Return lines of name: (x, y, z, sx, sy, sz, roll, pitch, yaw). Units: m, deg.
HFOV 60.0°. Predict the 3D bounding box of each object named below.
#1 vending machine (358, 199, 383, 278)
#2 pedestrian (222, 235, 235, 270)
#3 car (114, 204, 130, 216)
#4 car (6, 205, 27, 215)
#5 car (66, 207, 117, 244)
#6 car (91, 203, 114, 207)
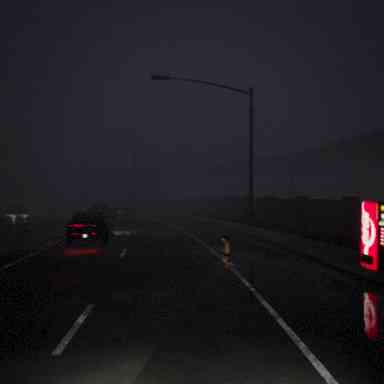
vending machine: (5.438, 1.247, 9.325, 1.100, 2.100, 0.880, 1, 0, -5)
pedestrian: (1.031, 1.737, 9.887, 0.500, 1.100, 0.500, -1, 0, -6)
car: (-9.357, 2.248, 42.700, 2.128, 1.511, 4.902, 0, -1, -24)
car: (-26.033, 2.593, 49.330, 1.812, 1.442, 4.674, 0, -2, -41)
car: (-5.092, 1.706, 16.975, 1.837, 1.490, 4.892, 0, -1, -9)
car: (-9.518, 1.936, 33.947, 2.097, 1.767, 4.553, 0, -1, -19)
